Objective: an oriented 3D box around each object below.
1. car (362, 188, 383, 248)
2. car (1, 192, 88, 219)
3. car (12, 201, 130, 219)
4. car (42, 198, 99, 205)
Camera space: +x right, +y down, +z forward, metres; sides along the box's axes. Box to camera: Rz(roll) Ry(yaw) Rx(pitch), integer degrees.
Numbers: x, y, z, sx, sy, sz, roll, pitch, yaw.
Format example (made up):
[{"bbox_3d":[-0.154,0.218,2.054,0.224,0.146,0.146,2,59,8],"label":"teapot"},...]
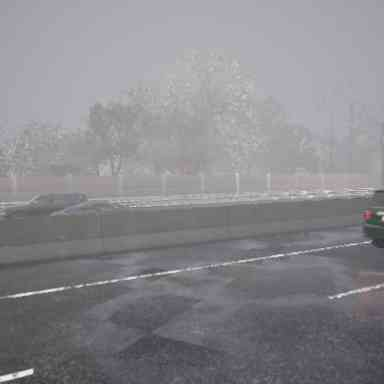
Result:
[{"bbox_3d":[8.173,0.800,11.033,5.566,2.045,2.150,-2,1,-26],"label":"car"},{"bbox_3d":[-9.474,1.097,22.018,5.566,2.045,2.150,-2,1,-26],"label":"car"},{"bbox_3d":[-5.548,1.418,16.155,5.357,1.411,2.033,-2,1,-26],"label":"car"},{"bbox_3d":[-6.044,1.324,19.816,4.892,1.490,1.837,-2,1,-26],"label":"car"}]
